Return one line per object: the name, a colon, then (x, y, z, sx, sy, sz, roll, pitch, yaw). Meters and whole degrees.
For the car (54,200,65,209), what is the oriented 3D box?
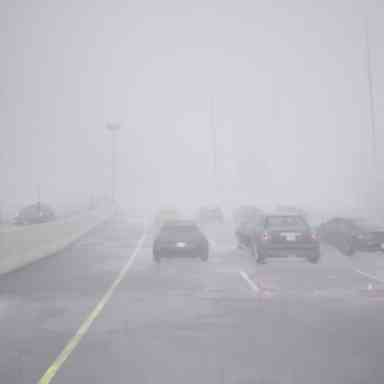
car: (-25.837, 2.415, 64.880, 1.837, 1.490, 4.892, 0, -1, -20)

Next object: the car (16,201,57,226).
car: (-12.630, 1.757, 26.933, 2.097, 1.767, 4.553, 0, -1, -8)

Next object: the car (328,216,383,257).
car: (6.484, 1.699, 13.693, 1.812, 1.442, 4.674, 0, -1, -4)

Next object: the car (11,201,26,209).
car: (-32.089, 2.395, 61.597, 1.812, 1.442, 4.674, 0, -1, -20)

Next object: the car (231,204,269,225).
car: (4.858, 1.892, 28.854, 1.837, 1.490, 4.892, 0, 0, -8)

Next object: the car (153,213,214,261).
car: (-0.488, 1.748, 13.084, 1.994, 1.385, 4.181, 0, -1, -4)

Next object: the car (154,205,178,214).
car: (-2.254, 1.886, 29.163, 1.882, 1.535, 5.008, 0, 0, -8)

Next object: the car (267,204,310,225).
car: (8.333, 1.889, 29.279, 1.837, 1.490, 4.892, 0, 0, -8)

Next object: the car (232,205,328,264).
car: (3.037, 1.521, 12.755, 2.097, 1.767, 4.553, 0, -1, -4)

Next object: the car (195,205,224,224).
car: (1.386, 1.881, 28.414, 2.128, 1.511, 4.902, 0, -1, -8)
